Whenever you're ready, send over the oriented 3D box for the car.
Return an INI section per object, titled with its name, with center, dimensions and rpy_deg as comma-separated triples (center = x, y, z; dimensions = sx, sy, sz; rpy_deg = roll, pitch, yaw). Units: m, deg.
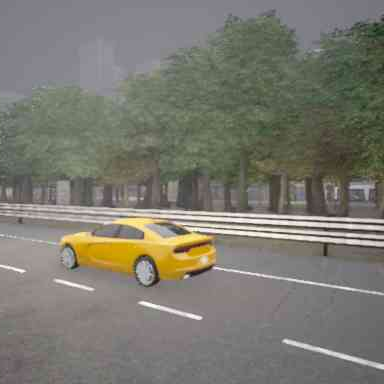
[car]
center = -1.725, 1.479, 9.398
dimensions = 5.008, 1.535, 1.882
rpy_deg = 0, 0, 35
